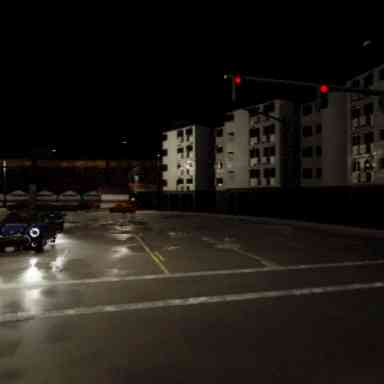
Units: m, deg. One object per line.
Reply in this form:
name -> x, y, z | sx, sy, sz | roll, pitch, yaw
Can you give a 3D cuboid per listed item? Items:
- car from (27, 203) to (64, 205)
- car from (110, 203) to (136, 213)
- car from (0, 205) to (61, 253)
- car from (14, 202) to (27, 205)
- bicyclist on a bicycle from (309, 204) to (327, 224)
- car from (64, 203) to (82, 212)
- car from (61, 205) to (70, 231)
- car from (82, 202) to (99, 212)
car -> -14.408, 1.941, 32.538 | 2.097, 1.767, 4.553 | 1, -1, -35
car -> -10.414, 2.364, 49.812 | 5.008, 1.535, 1.882 | -1, -1, 43
car -> -7.456, 1.637, 14.875 | 2.097, 1.767, 4.553 | 0, -1, -14
car -> -29.346, 2.490, 57.261 | 5.008, 1.535, 1.882 | 0, -1, 18
bicyclist on a bicycle -> 10.133, 1.791, 26.712 | 1.656, 1.620, 0.582 | 0, -1, -15
car -> -20.073, 2.500, 52.766 | 4.181, 1.385, 1.994 | -1, -1, 33
car -> -10.028, 1.926, 23.575 | 2.128, 1.511, 4.902 | 0, -1, -20
car -> -17.913, 2.465, 55.754 | 5.008, 1.535, 1.882 | -1, -1, 30
